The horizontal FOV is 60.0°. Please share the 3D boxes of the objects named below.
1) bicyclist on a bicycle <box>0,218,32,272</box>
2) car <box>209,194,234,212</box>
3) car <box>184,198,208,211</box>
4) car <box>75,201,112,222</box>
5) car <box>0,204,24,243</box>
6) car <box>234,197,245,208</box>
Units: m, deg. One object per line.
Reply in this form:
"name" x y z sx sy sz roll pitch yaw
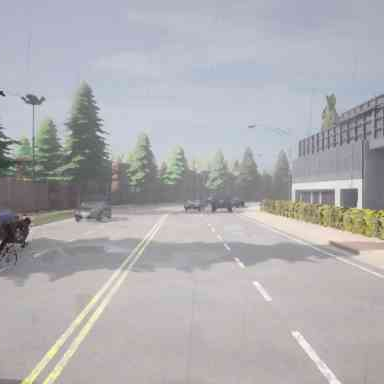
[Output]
"bicyclist on a bicycle" -5.313 1.369 9.810 1.656 1.620 0.582 37 0 33
"car" 3.465 1.221 38.142 2.150 2.045 5.566 0 0 7
"car" 0.362 1.601 40.361 1.895 1.301 4.718 0 0 10
"car" -7.648 1.492 26.132 2.128 1.511 4.902 0 0 0
"car" -7.535 1.161 10.702 2.097 1.767 4.553 -15 -1 0
"car" 6.245 1.491 48.136 2.128 1.511 4.902 0 0 25
